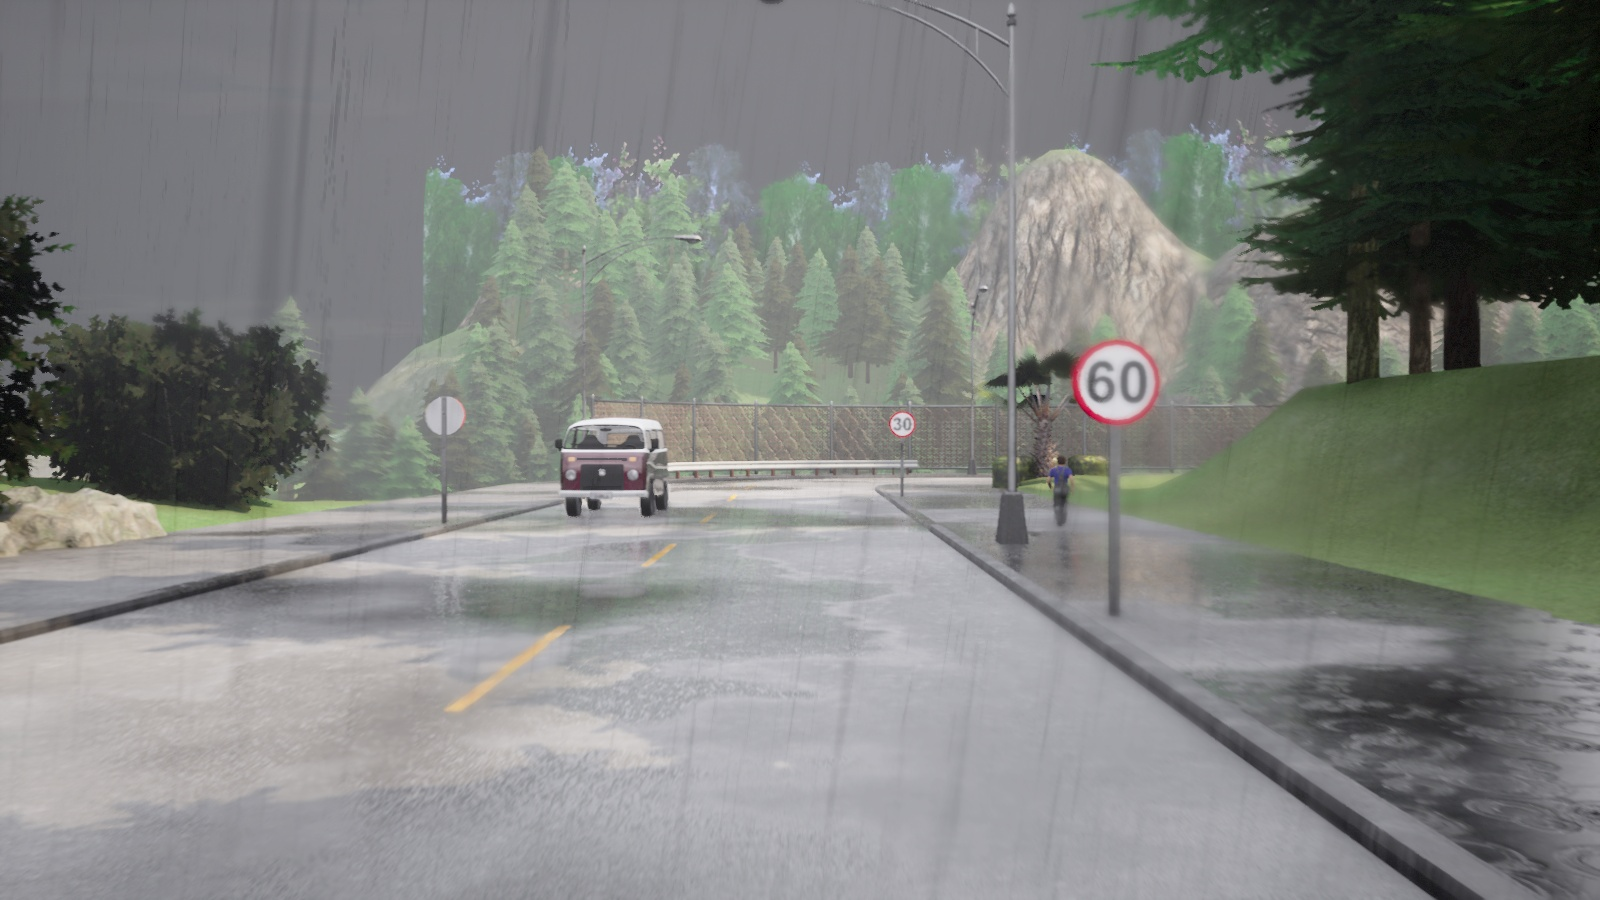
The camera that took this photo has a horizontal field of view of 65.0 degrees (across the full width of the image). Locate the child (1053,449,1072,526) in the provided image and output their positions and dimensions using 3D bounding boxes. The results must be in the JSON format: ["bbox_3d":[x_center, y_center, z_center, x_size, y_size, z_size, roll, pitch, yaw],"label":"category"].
[{"bbox_3d":[4.392,0.621,21.040,0.270,1.263,0.437,0,0,7],"label":"child"}]

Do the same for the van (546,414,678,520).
[{"bbox_3d":[-3.832,0.318,26.371,2.069,2.038,4.480,0,0,0],"label":"van"}]
